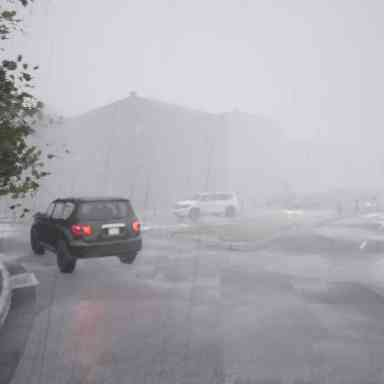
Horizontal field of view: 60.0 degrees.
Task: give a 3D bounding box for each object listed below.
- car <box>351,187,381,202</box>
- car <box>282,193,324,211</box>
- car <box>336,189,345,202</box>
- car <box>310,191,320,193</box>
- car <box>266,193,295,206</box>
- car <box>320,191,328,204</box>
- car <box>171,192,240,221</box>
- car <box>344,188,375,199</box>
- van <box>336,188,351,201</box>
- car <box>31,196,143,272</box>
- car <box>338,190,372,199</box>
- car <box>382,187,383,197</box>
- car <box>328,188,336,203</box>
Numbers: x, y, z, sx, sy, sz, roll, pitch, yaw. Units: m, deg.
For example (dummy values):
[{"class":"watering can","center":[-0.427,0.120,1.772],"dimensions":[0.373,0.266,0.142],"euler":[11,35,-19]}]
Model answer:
[{"class":"car","center":[25.334,0.537,48.352],"dimensions":[2.097,1.767,4.553],"euler":[0,1,44]},{"class":"car","center":[11.464,1.139,34.156],"dimensions":[1.994,1.385,4.181],"euler":[0,1,44]},{"class":"car","center":[18.904,0.771,48.372],"dimensions":[4.892,1.521,2.231],"euler":[0,1,44]},{"class":"car","center":[13.159,0.935,42.417],"dimensions":[5.008,1.535,2.097],"euler":[0,1,44]},{"class":"car","center":[11.266,0.859,40.402],"dimensions":[4.553,1.767,2.185],"euler":[0,1,44]},{"class":"car","center":[15.078,0.921,44.395],"dimensions":[4.674,1.452,2.002],"euler":[0,1,44]},{"class":"car","center":[1.144,1.019,25.843],"dimensions":[5.566,2.045,2.150],"euler":[-1,1,-32]},{"class":"car","center":[30.368,0.283,60.289],"dimensions":[4.553,1.767,2.185],"euler":[0,1,44]},{"class":"van","center":[26.645,0.302,56.217],"dimensions":[4.442,1.987,1.878],"euler":[0,1,44]},{"class":"car","center":[-3.696,1.175,11.048],"dimensions":[2.150,2.045,5.566],"euler":[-1,0,-37]},{"class":"car","center":[28.475,0.468,58.290],"dimensions":[5.008,1.535,2.097],"euler":[0,1,44]},{"class":"car","center":[34.242,0.167,64.213],"dimensions":[4.553,1.767,2.185],"euler":[0,1,44]},{"class":"car","center":[17.011,0.701,46.357],"dimensions":[4.553,1.767,2.185],"euler":[0,1,44]}]
